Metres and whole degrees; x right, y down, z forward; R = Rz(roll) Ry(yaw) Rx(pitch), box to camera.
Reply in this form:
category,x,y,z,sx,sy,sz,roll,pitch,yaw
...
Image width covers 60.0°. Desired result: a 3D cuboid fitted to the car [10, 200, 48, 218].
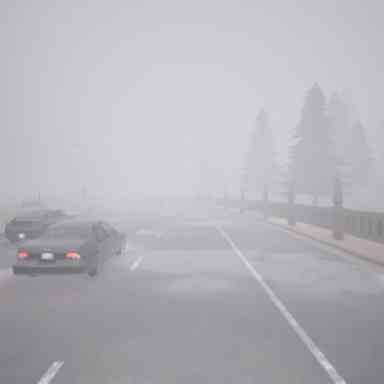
category,x,y,z,sx,sy,sz,roll,pitch,yaw
car,-15.292,1.530,31.562,1.837,1.490,4.892,0,0,-9

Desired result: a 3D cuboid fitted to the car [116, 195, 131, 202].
category,x,y,z,sx,sy,sz,roll,pitch,yaw
car,-15.059,1.402,73.072,1.837,1.490,4.892,0,0,-32

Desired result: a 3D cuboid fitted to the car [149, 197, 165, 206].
category,x,y,z,sx,sy,sz,roll,pitch,yaw
car,-6.093,1.521,57.050,1.882,1.535,5.008,0,0,-21

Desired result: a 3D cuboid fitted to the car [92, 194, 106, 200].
category,x,y,z,sx,sy,sz,roll,pitch,yaw
car,-24.243,1.269,86.396,2.097,1.767,4.553,0,0,-41

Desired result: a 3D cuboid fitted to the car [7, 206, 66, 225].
category,x,y,z,sx,sy,sz,roll,pitch,yaw
car,-6.924,1.517,15.881,1.837,1.490,4.892,0,0,-1

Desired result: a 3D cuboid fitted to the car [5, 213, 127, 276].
category,x,y,z,sx,sy,sz,roll,pitch,yaw
car,-3.403,1.555,10.327,2.033,1.411,5.357,0,0,0
